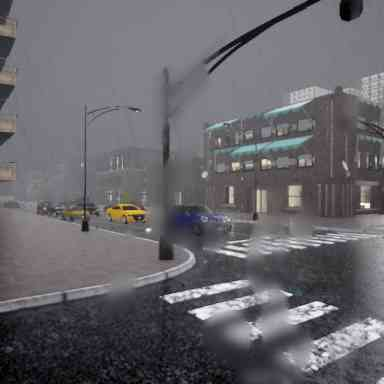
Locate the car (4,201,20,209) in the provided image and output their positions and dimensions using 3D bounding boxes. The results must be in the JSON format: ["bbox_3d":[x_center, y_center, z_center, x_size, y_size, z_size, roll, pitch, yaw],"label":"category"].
[{"bbox_3d":[-33.944,2.387,63.304,1.887,1.381,4.507,-1,0,-36],"label":"car"}]

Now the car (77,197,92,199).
[{"bbox_3d":[-18.742,1.934,57.174,2.150,2.045,5.566,0,-1,-36],"label":"car"}]

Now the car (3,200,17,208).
[{"bbox_3d":[-37.244,2.462,67.924,2.008,1.369,4.403,-1,0,-36],"label":"car"}]

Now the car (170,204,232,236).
[{"bbox_3d":[0.278,1.538,19.871,2.097,1.767,4.553,0,-1,-36],"label":"car"}]

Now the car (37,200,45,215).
[{"bbox_3d":[-17.433,1.937,40.216,1.967,1.590,4.097,-1,0,-36],"label":"car"}]

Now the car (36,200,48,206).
[{"bbox_3d":[-37.106,2.610,82.148,1.752,1.417,4.829,-1,0,-36],"label":"car"}]

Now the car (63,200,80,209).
[{"bbox_3d":[-22.758,2.317,62.866,1.812,1.442,4.674,0,-1,-36],"label":"car"}]

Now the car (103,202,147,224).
[{"bbox_3d":[-5.544,1.782,28.020,1.882,1.535,5.008,0,-1,-35],"label":"car"}]

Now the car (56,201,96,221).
[{"bbox_3d":[-10.807,1.883,30.786,1.752,1.417,4.829,-1,0,-36],"label":"car"}]

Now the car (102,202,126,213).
[{"bbox_3d":[-10.608,2.110,45.054,1.802,1.307,4.206,-1,0,-36],"label":"car"}]

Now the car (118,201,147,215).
[{"bbox_3d":[-7.294,1.900,40.449,1.967,1.590,4.097,-1,0,-36],"label":"car"}]

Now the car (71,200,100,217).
[{"bbox_3d":[-11.605,1.934,36.517,1.837,1.490,4.892,0,-1,-35],"label":"car"}]

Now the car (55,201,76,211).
[{"bbox_3d":[-20.945,2.235,54.913,2.033,1.411,5.357,0,-1,-36],"label":"car"}]

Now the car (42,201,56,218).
[{"bbox_3d":[-14.162,1.979,35.575,2.008,1.369,4.403,-1,0,-36],"label":"car"}]
